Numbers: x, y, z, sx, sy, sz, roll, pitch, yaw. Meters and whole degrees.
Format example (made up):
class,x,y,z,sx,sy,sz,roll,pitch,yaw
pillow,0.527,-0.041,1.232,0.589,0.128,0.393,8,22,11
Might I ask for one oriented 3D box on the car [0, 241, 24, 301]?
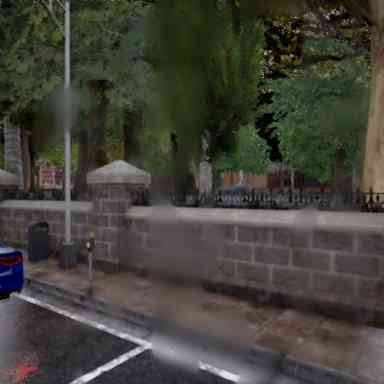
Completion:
class,x,y,z,sx,sy,sz,roll,pitch,yaw
car,-5.486,1.398,6.960,5.008,1.535,1.882,1,0,36
